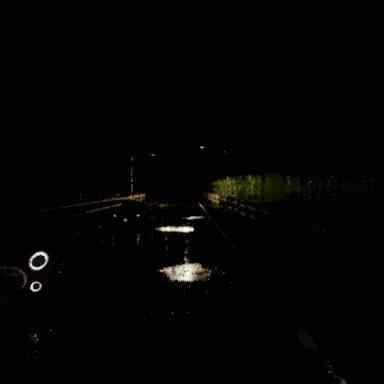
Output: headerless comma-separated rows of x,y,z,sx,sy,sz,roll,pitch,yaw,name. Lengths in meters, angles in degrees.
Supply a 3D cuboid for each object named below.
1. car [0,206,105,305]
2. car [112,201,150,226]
-3.690,1.283,8.166,2.097,1.767,4.553,0,1,0,car
-3.845,1.319,21.545,1.812,1.442,4.674,0,1,0,car
